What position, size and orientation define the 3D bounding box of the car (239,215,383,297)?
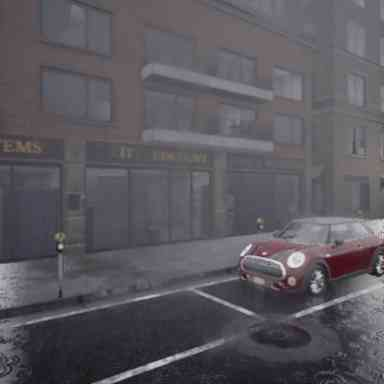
[{"bbox_3d":[3.083,1.394,8.385,4.097,1.590,1.967,0,0,-35],"label":"car"}]
